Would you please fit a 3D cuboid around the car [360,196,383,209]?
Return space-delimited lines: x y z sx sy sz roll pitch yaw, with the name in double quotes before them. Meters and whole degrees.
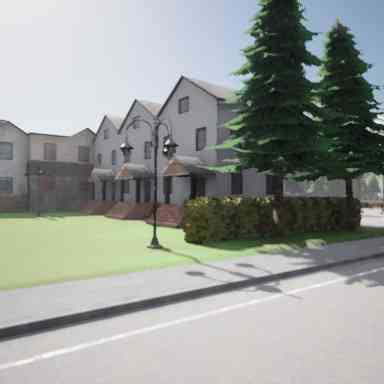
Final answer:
"car" 27.579 1.581 49.523 1.932 1.855 4.605 1 0 -36

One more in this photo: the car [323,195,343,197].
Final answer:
"car" 30.320 1.710 72.943 1.905 1.878 3.866 1 0 -36
